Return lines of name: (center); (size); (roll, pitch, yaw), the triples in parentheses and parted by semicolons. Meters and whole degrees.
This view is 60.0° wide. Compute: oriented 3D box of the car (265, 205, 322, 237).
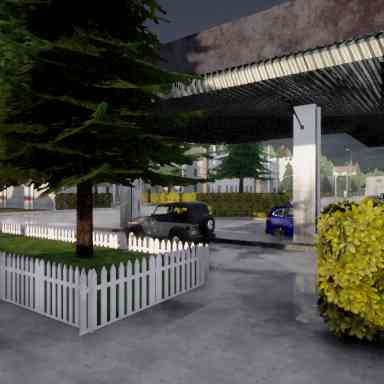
car: (5.896, 1.480, 15.932); (4.611, 1.667, 2.242); (0, 0, 35)

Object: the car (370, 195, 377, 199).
car: (33.116, 1.298, 60.206); (2.007, 1.523, 4.514); (0, 0, 35)

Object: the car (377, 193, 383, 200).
car: (25.852, 1.077, 43.466); (1.905, 1.878, 3.866); (0, 0, 35)

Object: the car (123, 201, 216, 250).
car: (-0.905, 1.313, 13.783); (3.866, 1.878, 1.905); (0, 0, 35)
